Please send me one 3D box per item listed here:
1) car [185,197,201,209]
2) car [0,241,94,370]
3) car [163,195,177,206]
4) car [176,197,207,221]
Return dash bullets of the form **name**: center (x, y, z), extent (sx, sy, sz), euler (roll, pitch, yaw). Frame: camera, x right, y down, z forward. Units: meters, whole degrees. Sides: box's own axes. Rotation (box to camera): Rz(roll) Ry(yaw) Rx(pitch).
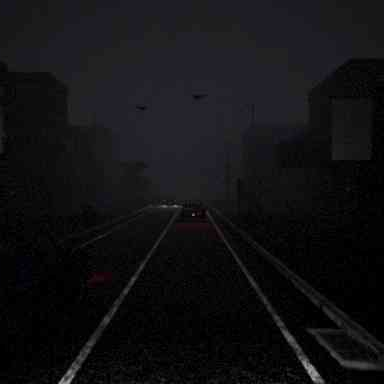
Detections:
- **car**: center (0.111, 1.357, 43.024), extent (1.895, 1.301, 4.718), euler (0, 0, 0)
- **car**: center (-3.099, 1.544, 5.216), extent (2.033, 1.411, 5.357), euler (0, 0, 0)
- **car**: center (-3.065, 1.221, 48.408), extent (1.837, 1.490, 4.892), euler (0, 0, 0)
- **car**: center (0.107, 1.384, 25.929), extent (2.128, 1.511, 4.902), euler (0, 0, 0)
